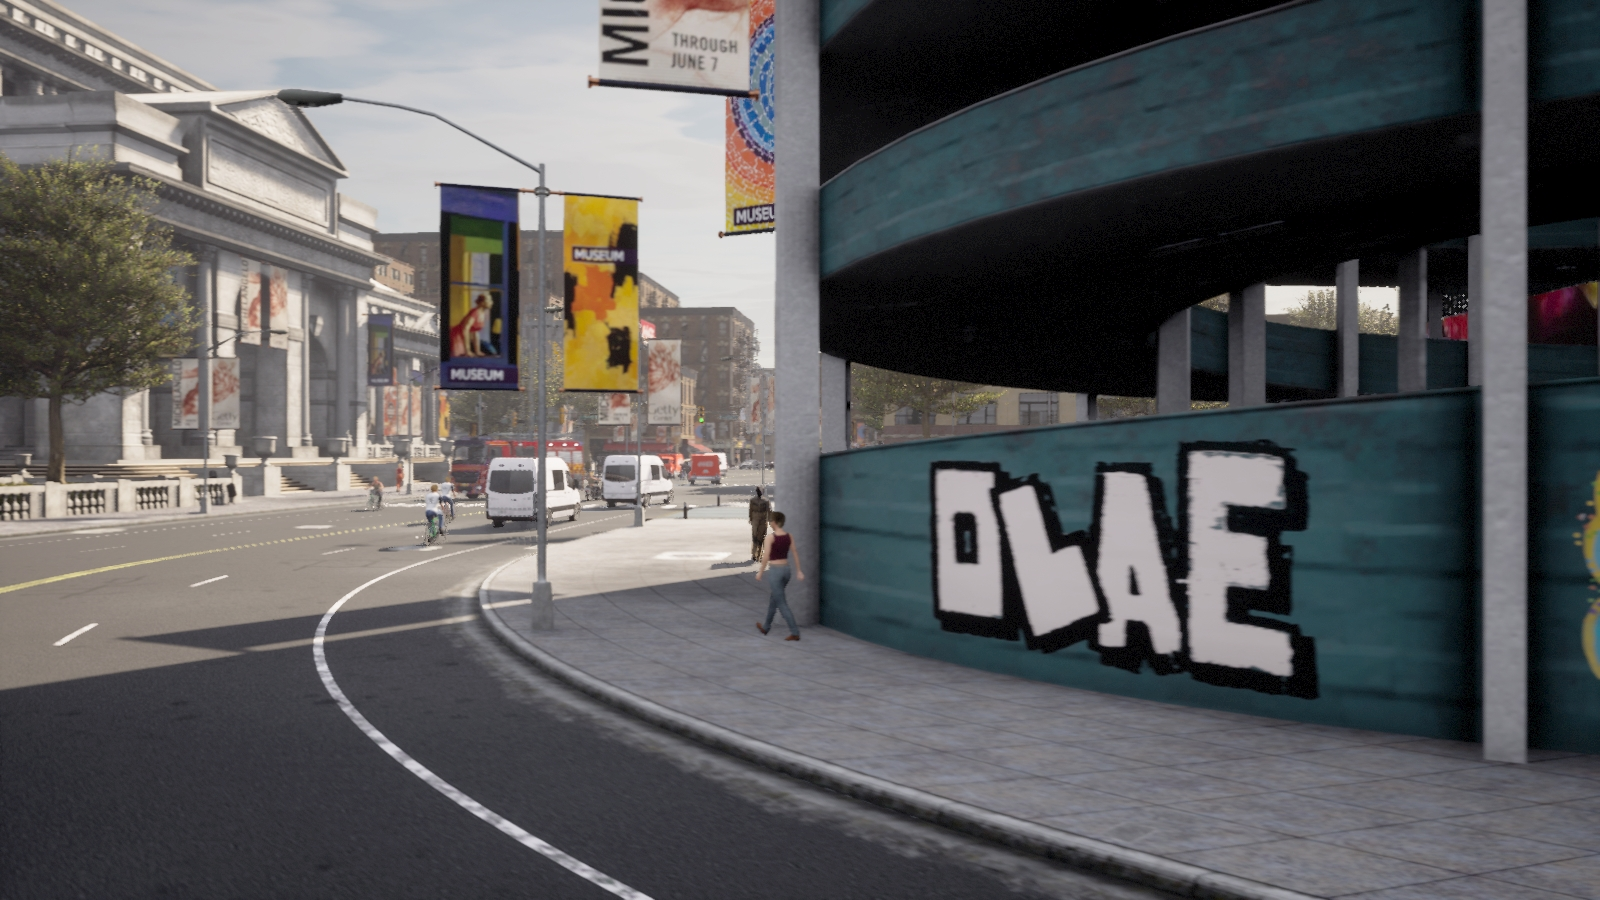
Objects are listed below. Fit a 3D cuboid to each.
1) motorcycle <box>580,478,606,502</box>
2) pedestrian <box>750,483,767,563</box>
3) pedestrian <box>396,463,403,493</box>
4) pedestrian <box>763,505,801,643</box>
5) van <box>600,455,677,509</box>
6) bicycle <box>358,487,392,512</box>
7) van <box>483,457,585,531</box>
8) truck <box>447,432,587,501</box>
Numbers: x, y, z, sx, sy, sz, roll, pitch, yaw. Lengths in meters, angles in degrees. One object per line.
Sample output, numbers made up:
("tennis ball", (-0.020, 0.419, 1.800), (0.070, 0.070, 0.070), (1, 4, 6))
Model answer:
("motorcycle", (-11.441, 2.194, 63.242), (0.764, 1.277, 2.356), (0, 0, 6))
("pedestrian", (-0.977, 1.710, 26.823), (0.375, 1.860, 0.375), (0, 0, 1))
("pedestrian", (-25.018, 1.721, 71.324), (0.375, 1.860, 0.375), (0, 0, -10))
("pedestrian", (-0.255, 1.703, 15.839), (0.375, 1.860, 0.375), (0, 0, -38))
("van", (-8.068, 1.557, 57.710), (1.988, 2.561, 5.915), (0, 0, 11))
("bicycle", (-19.525, 2.273, 52.497), (0.859, 1.080, 1.487), (0, 0, 6))
("van", (-9.919, 1.551, 43.151), (1.988, 2.561, 5.915), (0, 0, 5))
("truck", (-16.478, 0.915, 67.279), (2.891, 3.827, 8.468), (0, 0, 30))
